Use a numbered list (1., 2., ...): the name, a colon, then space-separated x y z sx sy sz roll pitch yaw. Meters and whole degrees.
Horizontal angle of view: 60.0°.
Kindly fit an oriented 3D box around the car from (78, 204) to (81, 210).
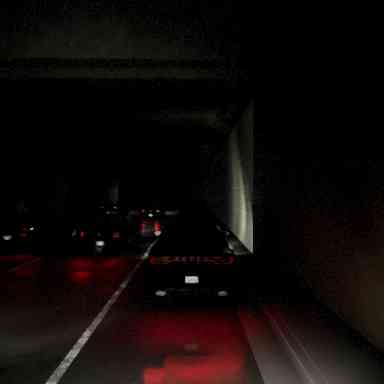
1. car: -13.899 1.565 36.863 1.994 1.385 4.181 0 0 0

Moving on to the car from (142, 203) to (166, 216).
1. car: -3.394 1.601 29.515 1.895 1.301 4.718 0 0 0

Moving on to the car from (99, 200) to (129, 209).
1. car: -6.892 1.492 29.700 2.128 1.511 4.902 0 0 0

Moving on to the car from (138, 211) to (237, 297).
1. car: -0.006 1.477 8.650 1.882 1.535 5.008 0 0 0

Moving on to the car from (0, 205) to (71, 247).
1. car: -6.891 1.526 14.792 1.812 1.442 4.674 0 0 0

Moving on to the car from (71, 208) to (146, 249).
1. car: -3.394 1.601 14.515 1.895 1.301 4.718 0 0 0

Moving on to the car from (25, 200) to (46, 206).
1. car: -17.399 1.565 36.863 1.994 1.385 4.181 0 0 0
